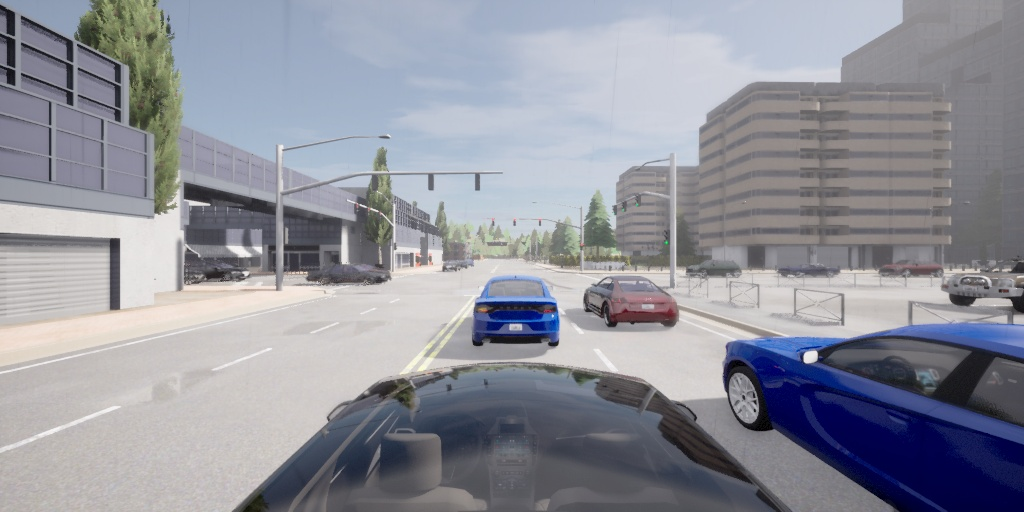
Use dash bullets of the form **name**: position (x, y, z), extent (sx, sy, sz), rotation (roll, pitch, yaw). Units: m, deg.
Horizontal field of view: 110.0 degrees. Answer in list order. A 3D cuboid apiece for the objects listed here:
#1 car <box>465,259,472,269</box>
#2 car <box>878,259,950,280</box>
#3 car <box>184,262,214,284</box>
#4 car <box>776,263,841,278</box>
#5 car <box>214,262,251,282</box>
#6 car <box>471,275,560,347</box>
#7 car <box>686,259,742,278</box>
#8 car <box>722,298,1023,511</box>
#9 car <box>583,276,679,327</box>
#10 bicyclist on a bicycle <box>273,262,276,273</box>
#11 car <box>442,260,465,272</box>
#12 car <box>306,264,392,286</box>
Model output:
- **car**: position (-7.991, 1.314, 56.761), extent (1.994, 1.385, 4.181), rotation (0, 0, -1)
- **car**: position (37.467, 1.102, 33.749), extent (4.553, 1.767, 2.097), rotation (0, 0, -1)
- **car**: position (-23.921, 1.255, 24.663), extent (4.892, 1.490, 1.837), rotation (0, 0, -1)
- **car**: position (27.671, 1.351, 33.562), extent (4.718, 1.301, 1.895), rotation (0, 0, -1)
- **car**: position (-23.334, 1.242, 28.171), extent (4.902, 1.511, 2.128), rotation (0, 0, -1)
- **car**: position (0.093, 1.228, 9.408), extent (1.882, 1.535, 5.008), rotation (0, 0, 0)
- **car**: position (18.684, 1.102, 33.376), extent (4.553, 1.767, 2.097), rotation (0, 0, -1)
- **car**: position (3.603, 1.228, 2.557), extent (1.882, 1.535, 5.008), rotation (0, 0, 0)
- **car**: position (3.602, 1.314, 11.541), extent (1.994, 1.385, 4.181), rotation (0, 0, 0)
- **bicyclist on a bicycle**: position (-25.843, 1.053, 39.622), extent (0.582, 1.620, 1.656), rotation (0, 0, -1)
- **car**: position (-7.851, 1.241, 46.801), extent (2.128, 1.511, 4.902), rotation (0, 0, 0)
- **car**: position (-11.254, 1.297, 24.891), extent (5.357, 1.411, 2.033), rotation (0, 0, -2)
